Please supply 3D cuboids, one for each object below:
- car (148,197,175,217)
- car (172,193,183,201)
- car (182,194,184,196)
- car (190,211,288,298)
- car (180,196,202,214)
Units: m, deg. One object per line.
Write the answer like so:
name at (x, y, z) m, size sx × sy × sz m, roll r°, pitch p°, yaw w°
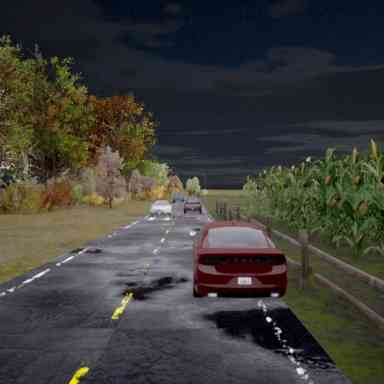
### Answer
car at (-2.847, 1.520, 31.216) m, size 1.812 × 1.442 × 4.674 m, roll 0°, pitch 0°, yaw 0°
car at (-2.742, 1.216, 67.850) m, size 2.150 × 2.045 × 5.566 m, roll 0°, pitch 0°, yaw 0°
car at (0.060, 1.345, 46.034) m, size 2.097 × 1.767 × 4.553 m, roll 0°, pitch 0°, yaw 1°
car at (0.964, 1.475, 8.554) m, size 1.882 × 1.535 × 5.008 m, roll 0°, pitch 0°, yaw 0°
car at (0.078, 1.486, 35.961) m, size 2.128 × 1.511 × 4.902 m, roll 0°, pitch 0°, yaw 0°
